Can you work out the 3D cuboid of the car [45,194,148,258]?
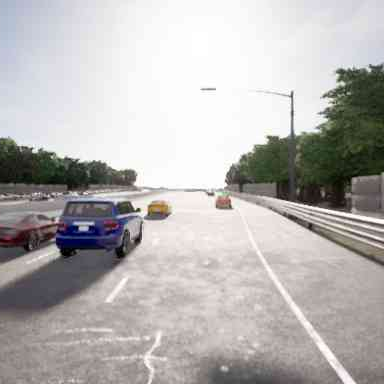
[{"bbox_3d":[-3.312,1.209,12.940,2.150,2.045,5.566,0,0,1],"label":"car"}]

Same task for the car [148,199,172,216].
[{"bbox_3d":[-2.984,1.366,31.175,1.882,1.535,5.008,0,0,1],"label":"car"}]

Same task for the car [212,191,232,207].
[{"bbox_3d":[4.200,1.081,45.119,2.097,1.767,4.553,0,1,3],"label":"car"}]

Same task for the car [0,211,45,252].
[{"bbox_3d":[-6.799,1.512,13.665,1.812,1.442,4.674,0,0,1],"label":"car"}]

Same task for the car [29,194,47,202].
[{"bbox_3d":[-27.009,1.034,59.131,2.128,1.511,4.902,0,1,2],"label":"car"}]

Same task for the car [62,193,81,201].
[{"bbox_3d":[-23.372,0.963,64.576,1.812,1.442,4.674,0,1,1],"label":"car"}]

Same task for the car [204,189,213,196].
[{"bbox_3d":[5.212,0.378,91.262,2.128,1.511,4.902,0,1,1],"label":"car"}]

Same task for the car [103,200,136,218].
[{"bbox_3d":[-6.503,1.462,30.280,1.994,1.385,4.181,0,0,1],"label":"car"}]
